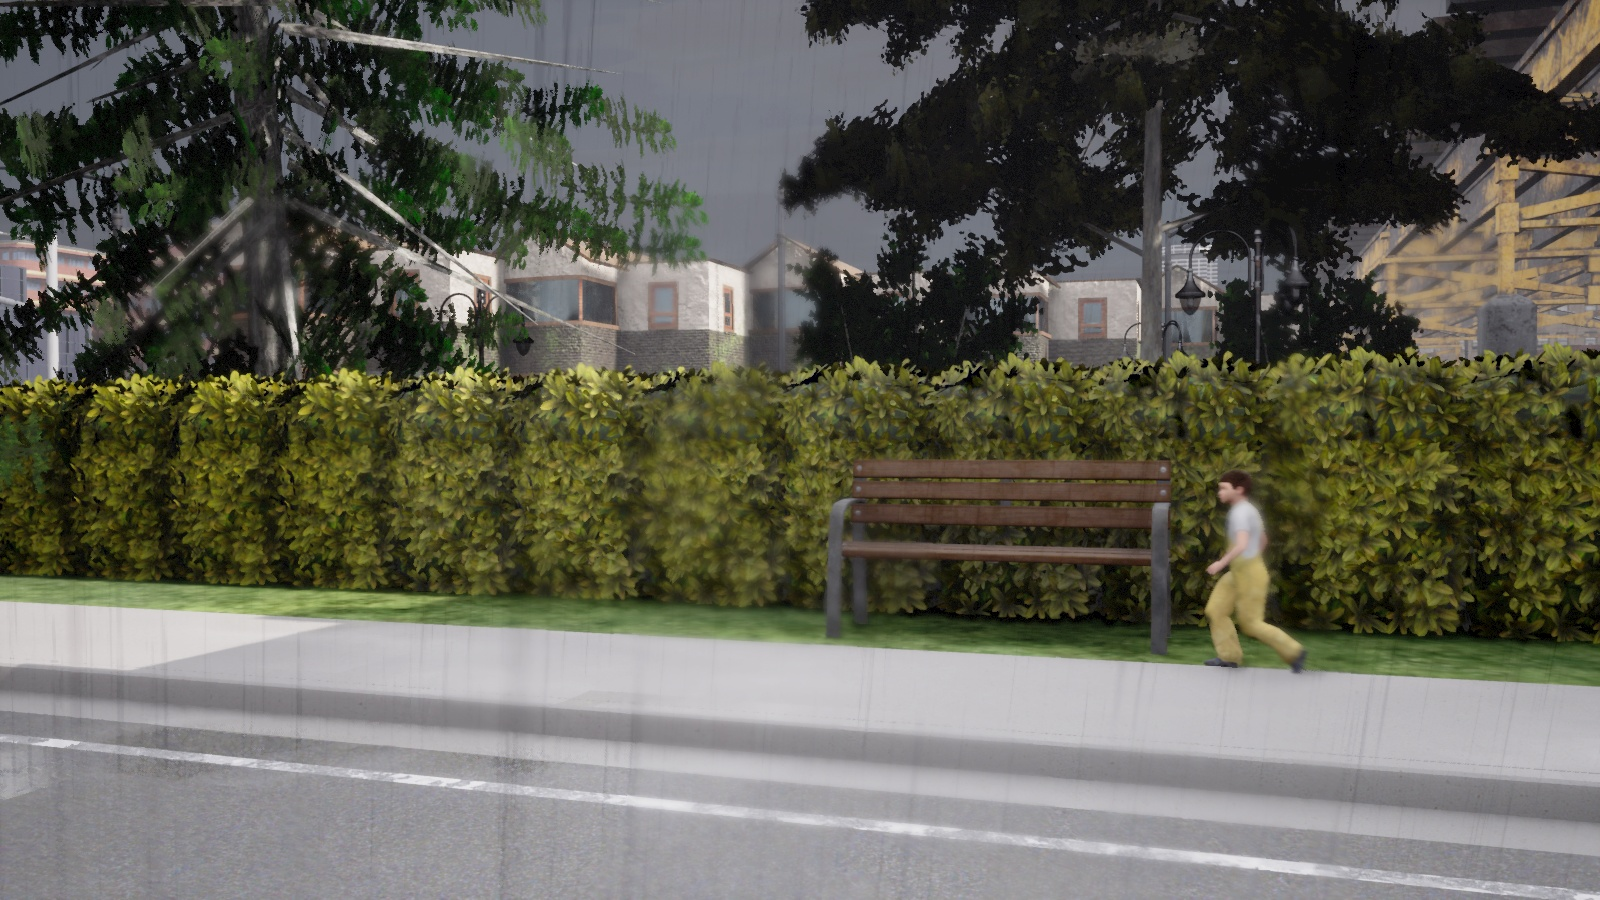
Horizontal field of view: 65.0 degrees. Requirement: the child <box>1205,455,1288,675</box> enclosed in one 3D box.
[{"bbox_3d":[2.630,0.663,7.412,0.437,1.263,0.270,0,1,17],"label":"child"}]
